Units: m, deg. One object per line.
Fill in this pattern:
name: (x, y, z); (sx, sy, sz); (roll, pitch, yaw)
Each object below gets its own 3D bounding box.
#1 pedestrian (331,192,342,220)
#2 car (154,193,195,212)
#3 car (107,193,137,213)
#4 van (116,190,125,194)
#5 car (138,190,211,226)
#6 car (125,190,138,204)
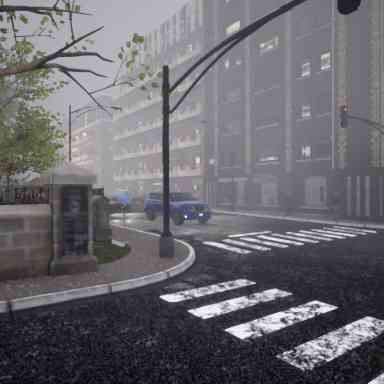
pedestrian: (9.495, 0.901, 21.964); (0.375, 1.860, 0.375); (1, -1, -36)
car: (-1.776, 0.950, 32.401); (1.967, 1.590, 4.097); (1, 1, -36)
car: (-7.045, 1.089, 29.769); (1.994, 1.385, 4.181); (0, 1, -36)
van: (-8.299, 0.655, 41.312); (1.690, 1.788, 3.998); (1, 1, -36)
car: (-1.102, 0.926, 21.654); (2.150, 2.045, 5.566); (0, 1, -36)
car: (-5.036, 0.727, 36.855); (2.192, 1.841, 5.009); (1, 1, -36)
